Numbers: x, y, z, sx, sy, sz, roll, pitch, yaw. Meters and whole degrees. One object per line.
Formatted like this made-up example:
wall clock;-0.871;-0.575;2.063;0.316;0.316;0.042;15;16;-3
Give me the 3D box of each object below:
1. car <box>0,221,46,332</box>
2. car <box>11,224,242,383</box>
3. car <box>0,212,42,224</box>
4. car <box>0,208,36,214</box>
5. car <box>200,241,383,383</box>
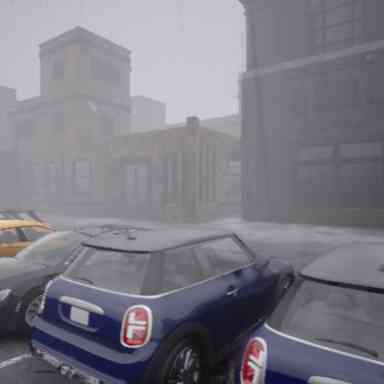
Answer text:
car;-2.214;1.467;6.939;2.231;1.521;4.892;0;0;36
car;0.027;1.346;5.297;2.185;1.767;4.553;0;0;35
car;-4.481;1.460;8.543;2.097;1.535;5.008;0;0;35
car;-6.725;1.330;10.186;2.185;1.767;4.553;0;0;35
car;2.291;1.354;3.683;2.185;1.767;4.553;0;0;35
